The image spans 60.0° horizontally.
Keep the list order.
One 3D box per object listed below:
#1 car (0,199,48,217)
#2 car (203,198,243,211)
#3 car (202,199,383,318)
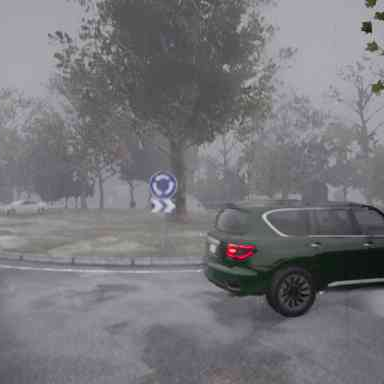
[{"bbox_3d":[-15.551,1.420,30.489,1.812,1.442,4.674,0,0,31],"label":"car"},{"bbox_3d":[3.579,1.432,38.017,4.181,1.385,1.994,0,0,21],"label":"car"},{"bbox_3d":[2.987,1.197,7.248,5.566,2.045,2.150,0,0,-15],"label":"car"}]
